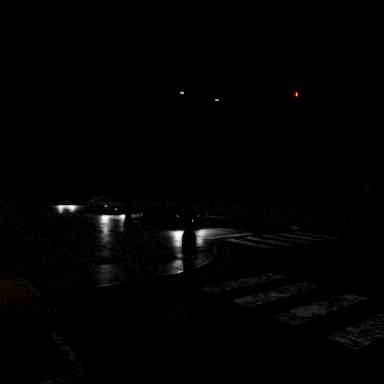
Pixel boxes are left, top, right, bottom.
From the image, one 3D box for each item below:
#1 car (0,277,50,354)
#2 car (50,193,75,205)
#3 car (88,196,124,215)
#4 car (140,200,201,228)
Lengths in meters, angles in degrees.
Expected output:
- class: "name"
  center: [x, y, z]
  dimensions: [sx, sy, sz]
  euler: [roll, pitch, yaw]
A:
- class: "car"
  center: [-4.222, 1.525, 3.650]
  dimensions: [4.829, 1.417, 1.752]
  euler: [0, 0, -35]
- class: "car"
  center: [-15.258, 0.833, 39.182]
  dimensions: [1.994, 1.385, 4.181]
  euler: [0, 1, -35]
- class: "car"
  center: [-7.341, 1.038, 28.075]
  dimensions: [1.812, 1.442, 4.674]
  euler: [0, 1, -36]
- class: "car"
  center: [-1.406, 1.227, 19.770]
  dimensions: [1.812, 1.442, 4.674]
  euler: [0, 1, -37]
